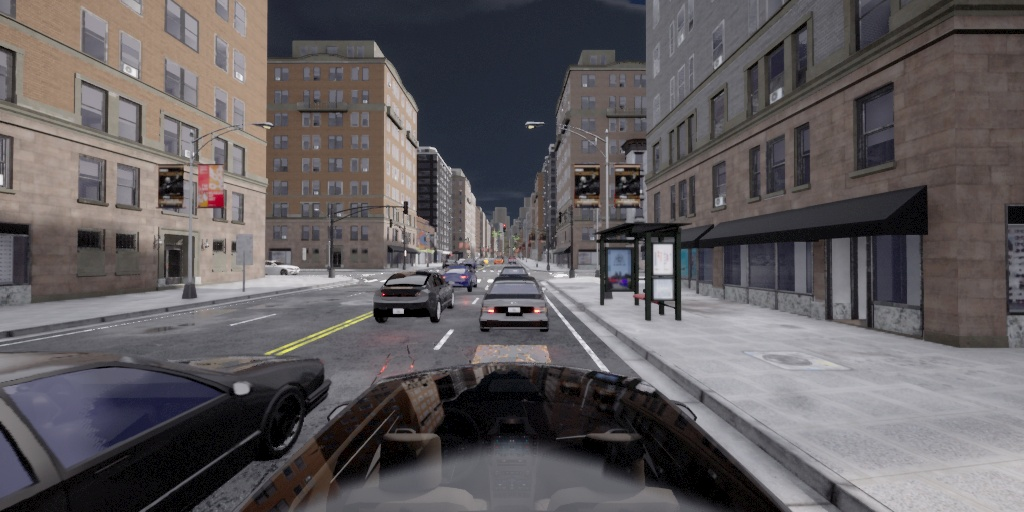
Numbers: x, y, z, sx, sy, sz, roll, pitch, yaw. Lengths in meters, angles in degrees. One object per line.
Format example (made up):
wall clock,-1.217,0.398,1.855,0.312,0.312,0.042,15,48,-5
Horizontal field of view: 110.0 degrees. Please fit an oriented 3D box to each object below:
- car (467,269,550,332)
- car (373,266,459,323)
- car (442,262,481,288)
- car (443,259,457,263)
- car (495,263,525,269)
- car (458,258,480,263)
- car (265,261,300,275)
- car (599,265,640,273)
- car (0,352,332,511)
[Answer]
car,0.087,1.300,10.840,2.033,1.411,5.357,0,0,1
car,-3.131,1.258,12.181,1.837,1.490,4.892,0,0,-1
car,-3.139,1.284,21.220,1.812,1.442,4.674,0,0,0
car,-9.766,1.277,56.933,1.837,1.490,4.892,0,0,3
car,0.104,1.305,20.897,2.033,1.411,5.357,0,0,0
car,-6.553,1.124,55.241,2.097,1.767,4.553,0,0,0
car,-22.600,1.158,33.889,4.674,1.442,1.812,0,-1,-1
car,13.121,1.375,43.931,4.902,1.511,2.128,0,-1,0
car,-3.150,1.298,1.928,2.033,1.411,5.357,0,0,0
